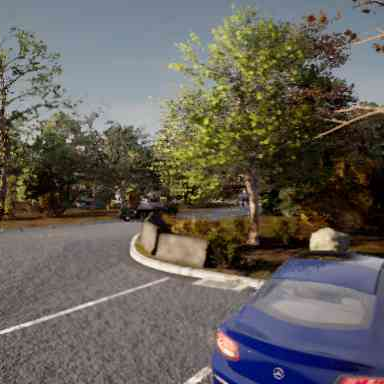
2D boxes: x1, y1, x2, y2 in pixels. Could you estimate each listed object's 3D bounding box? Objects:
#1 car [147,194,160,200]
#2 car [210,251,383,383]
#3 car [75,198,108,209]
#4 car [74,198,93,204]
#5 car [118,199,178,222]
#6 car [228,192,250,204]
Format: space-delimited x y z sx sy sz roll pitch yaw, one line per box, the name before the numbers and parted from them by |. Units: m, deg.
car | -6.873 1.206 59.500 2.097 1.767 4.553 -2 0 -5
car | 1.979 1.520 4.400 2.002 1.452 4.674 0 0 36
car | -14.453 1.623 48.388 2.128 1.511 4.902 -3 -1 36
car | -25.290 2.066 77.325 4.181 1.385 1.994 -2 -1 31
car | -3.142 1.446 24.438 1.895 1.301 4.718 -3 -1 35
car | 5.722 0.800 37.044 1.837 1.490 4.892 -3 -1 35
